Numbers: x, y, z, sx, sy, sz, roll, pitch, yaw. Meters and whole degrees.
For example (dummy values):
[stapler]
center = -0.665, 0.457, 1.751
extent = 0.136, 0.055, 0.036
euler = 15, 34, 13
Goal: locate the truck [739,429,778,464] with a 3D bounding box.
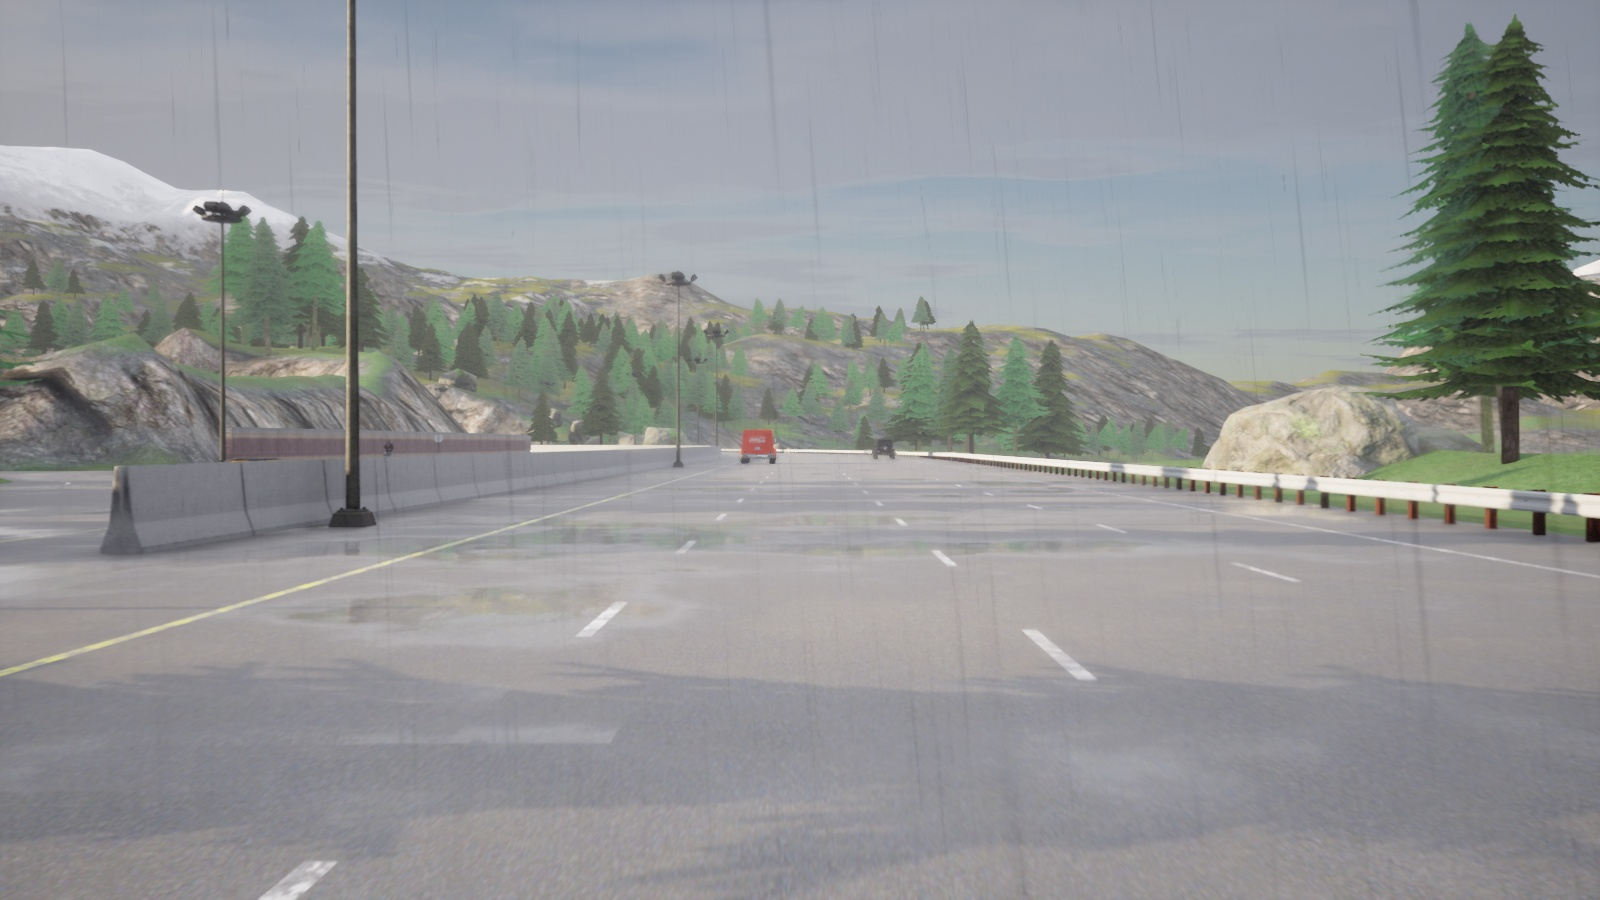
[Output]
[truck]
center = -2.959, -0.253, 91.241
extent = 2.627, 2.467, 5.204
euler = 0, 1, 0
